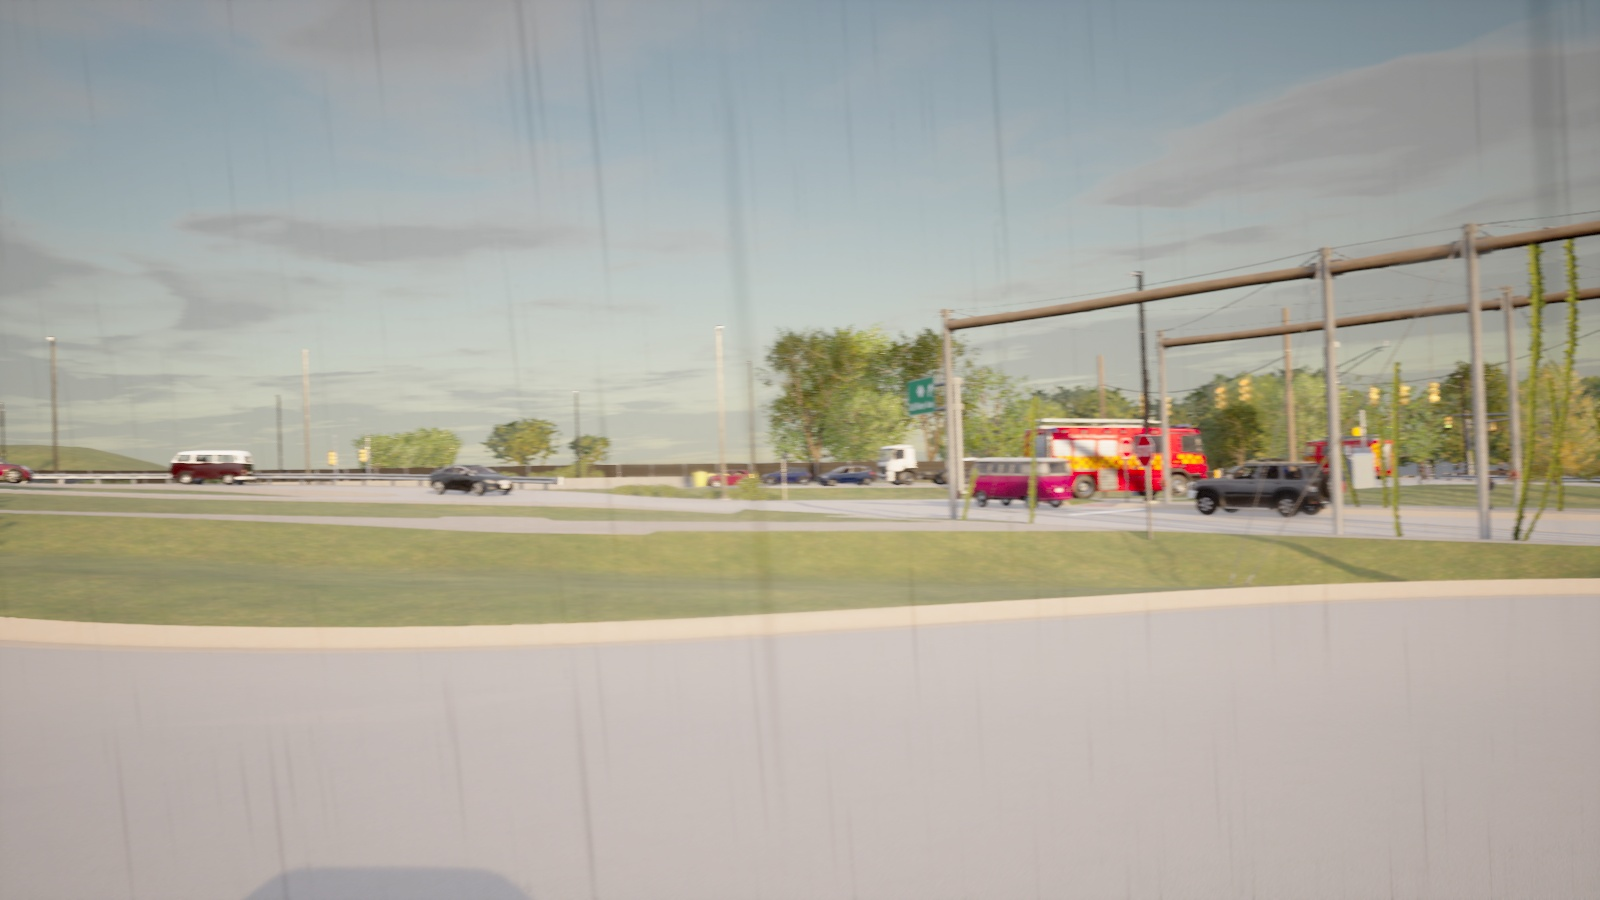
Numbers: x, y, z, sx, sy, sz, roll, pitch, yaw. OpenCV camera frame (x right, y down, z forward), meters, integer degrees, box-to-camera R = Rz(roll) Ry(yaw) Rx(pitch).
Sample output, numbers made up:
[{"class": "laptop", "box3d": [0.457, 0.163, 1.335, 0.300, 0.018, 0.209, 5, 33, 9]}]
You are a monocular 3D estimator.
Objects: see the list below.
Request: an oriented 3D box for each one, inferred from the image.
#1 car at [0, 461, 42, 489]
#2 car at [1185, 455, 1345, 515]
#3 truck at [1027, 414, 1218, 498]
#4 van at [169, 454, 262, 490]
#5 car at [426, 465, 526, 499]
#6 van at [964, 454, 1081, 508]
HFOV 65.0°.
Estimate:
[{"class": "car", "box3d": [-43.315, 1.341, 67.843, 3.806, 1.475, 1.970, 1, -2, -25]}, {"class": "car", "box3d": [15.488, 1.131, 41.982, 1.932, 1.855, 4.605, -1, 0, -43]}, {"class": "truck", "box3d": [15.361, 0.303, 59.832, 8.468, 3.827, 2.891, 0, -2, -18]}, {"class": "van", "box3d": [-34.302, 1.314, 73.766, 4.480, 2.038, 2.069, 0, -2, -1]}, {"class": "car", "box3d": [-16.091, 1.564, 62.285, 4.902, 1.511, 2.128, 0, 1, 35]}, {"class": "van", "box3d": [8.734, 1.201, 49.560, 1.775, 1.987, 4.442, -1, 0, -39]}]
